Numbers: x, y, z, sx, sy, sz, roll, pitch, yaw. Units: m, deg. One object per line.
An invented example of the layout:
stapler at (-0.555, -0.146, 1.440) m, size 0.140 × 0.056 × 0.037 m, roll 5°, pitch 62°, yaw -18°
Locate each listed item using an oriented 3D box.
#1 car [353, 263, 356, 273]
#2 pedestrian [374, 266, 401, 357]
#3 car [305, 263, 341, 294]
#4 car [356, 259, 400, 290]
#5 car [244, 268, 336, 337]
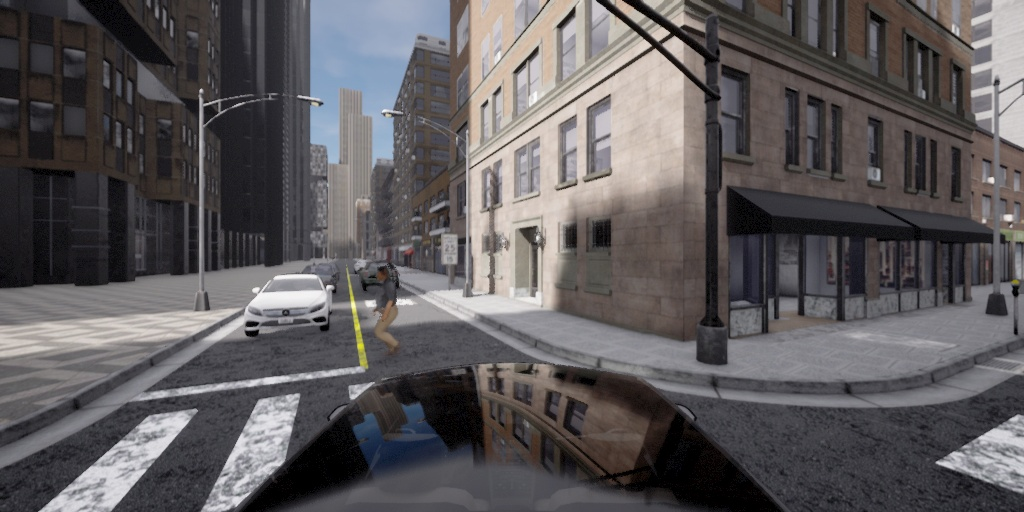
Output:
car at (-17.434, 1.226, 41.912) m, size 1.812 × 1.442 × 4.674 m, roll 0°, pitch 0°, yaw -25°
pedestrian at (-2.424, 1.040, 6.970) m, size 0.375 × 1.860 × 0.375 m, roll 0°, pitch 0°, yaw -25°
car at (-10.650, 1.230, 19.805) m, size 2.128 × 1.511 × 4.902 m, roll 0°, pitch 0°, yaw -25°
car at (-8.410, 1.088, 22.567) m, size 2.097 × 1.767 × 4.553 m, roll 0°, pitch 0°, yaw -25°
car at (-6.372, 1.270, 10.629) m, size 1.812 × 1.442 × 4.674 m, roll 0°, pitch 0°, yaw -25°
